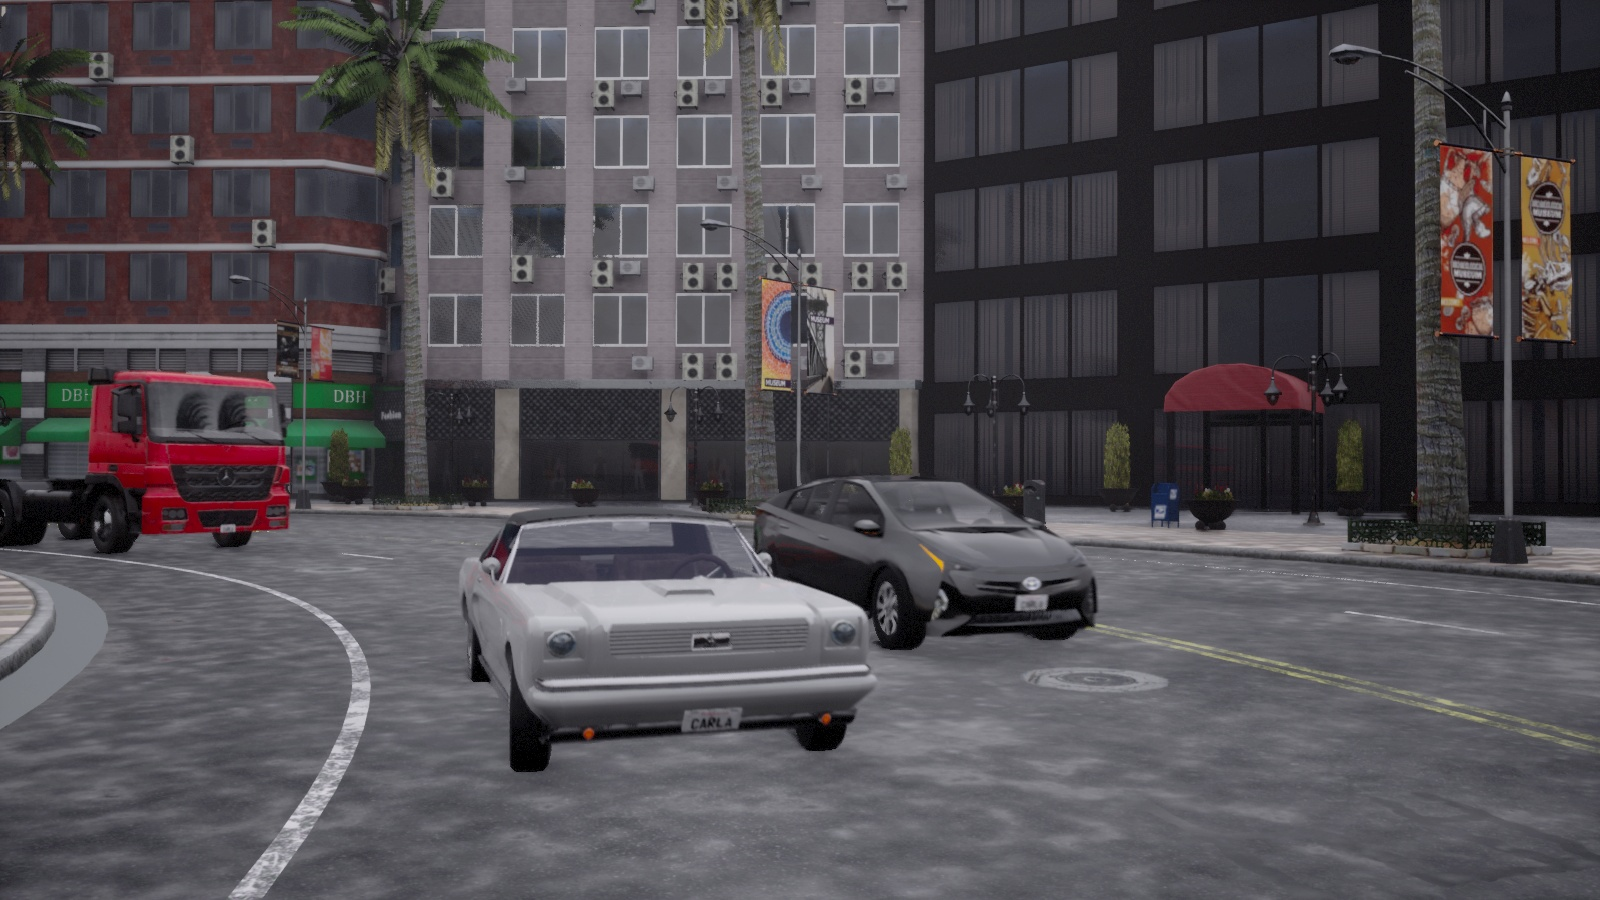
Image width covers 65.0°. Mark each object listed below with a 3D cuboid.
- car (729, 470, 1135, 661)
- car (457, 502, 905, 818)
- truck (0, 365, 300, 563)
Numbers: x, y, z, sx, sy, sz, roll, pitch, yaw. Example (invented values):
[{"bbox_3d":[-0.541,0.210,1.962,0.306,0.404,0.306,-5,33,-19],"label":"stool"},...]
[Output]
[{"bbox_3d":[1.053,0.967,12.545,2.007,1.525,4.514,0,-1,-25],"label":"car"},{"bbox_3d":[-1.128,1.058,8.237,1.895,1.301,4.718,0,-1,-19],"label":"car"},{"bbox_3d":[-13.838,0.311,25.226,7.936,3.462,2.891,-1,-1,32],"label":"truck"}]
